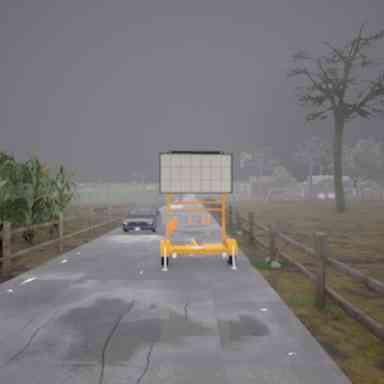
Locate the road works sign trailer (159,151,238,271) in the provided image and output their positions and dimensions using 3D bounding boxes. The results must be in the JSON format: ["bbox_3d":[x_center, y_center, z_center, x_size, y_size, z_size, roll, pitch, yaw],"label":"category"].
[{"bbox_3d":[0.115,0.458,10.975,2.380,3.560,2.880,0,0,-5],"label":"road works sign trailer"}]

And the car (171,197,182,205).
[{"bbox_3d":[-2.794,1.628,61.663,2.128,1.511,4.902,0,0,0],"label":"car"}]

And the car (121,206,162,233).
[{"bbox_3d":[-2.844,1.550,20.033,2.033,1.411,5.357,0,0,0],"label":"car"}]
